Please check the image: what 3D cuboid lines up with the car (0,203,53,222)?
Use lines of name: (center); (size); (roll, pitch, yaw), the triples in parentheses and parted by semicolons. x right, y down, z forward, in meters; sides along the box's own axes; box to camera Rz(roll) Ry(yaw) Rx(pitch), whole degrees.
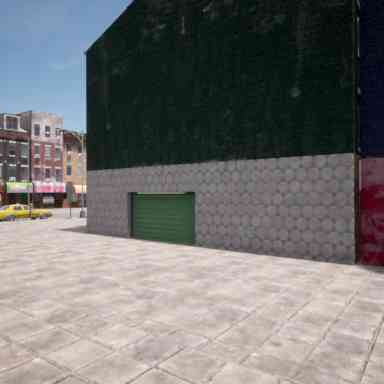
car: (-13.532, 1.581, 26.402); (1.752, 1.417, 4.829); (-1, -1, 36)
